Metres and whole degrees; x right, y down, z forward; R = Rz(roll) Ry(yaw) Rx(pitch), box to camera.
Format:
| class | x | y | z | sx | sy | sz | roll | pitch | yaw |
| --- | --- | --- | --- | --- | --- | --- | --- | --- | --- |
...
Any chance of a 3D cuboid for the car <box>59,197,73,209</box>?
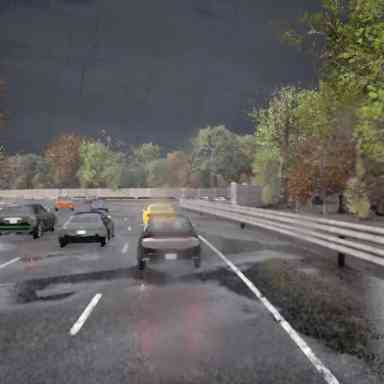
| class | x | y | z | sx | sy | sz | roll | pitch | yaw |
| --- | --- | --- | --- | --- | --- | --- | --- | --- | --- |
| car | -16.534 | 1.436 | 42.892 | 2.097 | 1.767 | 4.553 | 0 | 0 | -24 |

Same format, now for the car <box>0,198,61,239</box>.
| class | x | y | z | sx | sy | sz | roll | pitch | yaw |
| --- | --- | --- | --- | --- | --- | --- | --- | --- | --- |
| car | -8.645 | 1.393 | 17.537 | 2.097 | 1.767 | 4.553 | 0 | 0 | -10 |

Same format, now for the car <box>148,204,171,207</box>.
| class | x | y | z | sx | sy | sz | roll | pitch | yaw |
| --- | --- | --- | --- | --- | --- | --- | --- | --- | --- |
| car | -2.125 | 1.499 | 21.264 | 1.882 | 1.535 | 5.008 | 0 | 0 | -10 |

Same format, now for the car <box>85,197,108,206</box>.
| class | x | y | z | sx | sy | sz | roll | pitch | yaw |
| --- | --- | --- | --- | --- | --- | --- | --- | --- | --- |
| car | -10.899 | 1.610 | 38.692 | 2.033 | 1.411 | 5.357 | 0 | 0 | -21 |

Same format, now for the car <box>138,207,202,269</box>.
| class | x | y | z | sx | sy | sz | roll | pitch | yaw |
| --- | --- | --- | --- | --- | --- | --- | --- | --- | --- |
| car | -0.803 | 1.502 | 11.260 | 2.128 | 1.511 | 4.902 | 0 | 0 | -6 |

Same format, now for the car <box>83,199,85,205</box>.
| class | x | y | z | sx | sy | sz | roll | pitch | yaw |
| --- | --- | --- | --- | --- | --- | --- | --- | --- | --- |
| car | -18.388 | 1.608 | 60.620 | 1.837 | 1.490 | 4.892 | 0 | 0 | -32 |

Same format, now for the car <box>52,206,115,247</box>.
| class | x | y | z | sx | sy | sz | roll | pitch | yaw |
| --- | --- | --- | --- | --- | --- | --- | --- | --- | --- |
| car | -4.728 | 1.590 | 15.376 | 1.994 | 1.385 | 4.181 | 0 | 0 | -8 |
